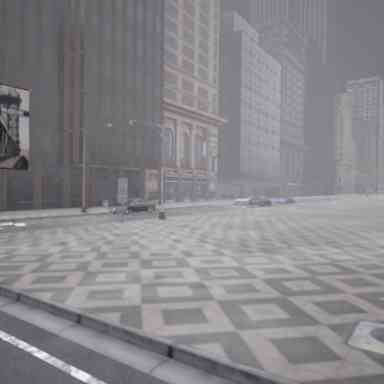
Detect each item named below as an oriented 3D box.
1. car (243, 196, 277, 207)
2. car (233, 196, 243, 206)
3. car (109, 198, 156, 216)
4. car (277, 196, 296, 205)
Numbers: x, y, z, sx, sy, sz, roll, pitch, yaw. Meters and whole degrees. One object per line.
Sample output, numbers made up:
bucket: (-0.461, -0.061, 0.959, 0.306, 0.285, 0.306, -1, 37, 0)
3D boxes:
car: (9.673, 1.310, 46.948, 2.128, 1.511, 4.902, 1, 1, 36)
car: (7.869, 1.283, 49.734, 1.812, 1.442, 4.674, 1, 1, 36)
car: (-5.469, 1.340, 31.008, 2.128, 1.511, 4.902, 1, 1, 35)
car: (15.554, 1.321, 55.349, 2.033, 1.411, 5.357, 1, 1, 35)
